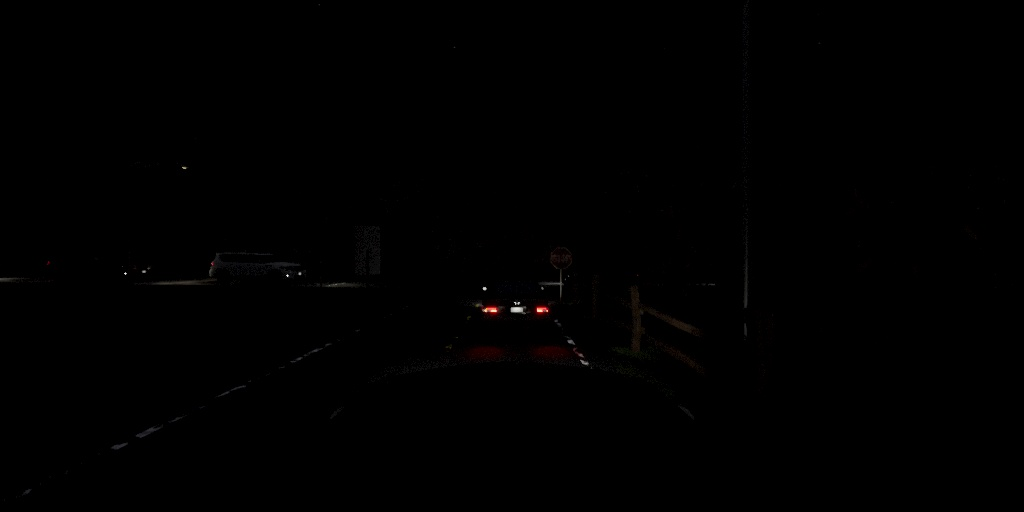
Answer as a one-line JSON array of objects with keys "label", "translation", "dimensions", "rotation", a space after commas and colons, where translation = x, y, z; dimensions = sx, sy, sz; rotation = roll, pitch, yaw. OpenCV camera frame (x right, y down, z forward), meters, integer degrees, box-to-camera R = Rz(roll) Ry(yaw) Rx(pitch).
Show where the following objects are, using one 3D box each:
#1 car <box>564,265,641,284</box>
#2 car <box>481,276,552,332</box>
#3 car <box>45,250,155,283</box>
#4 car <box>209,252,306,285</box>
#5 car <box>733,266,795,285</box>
[{"label": "car", "translation": [6.635, 1.385, 26.563], "dimensions": [5.357, 1.411, 2.033], "rotation": [1, 0, 0]}, {"label": "car", "translation": [0.060, 1.297, 10.844], "dimensions": [2.033, 1.411, 5.357], "rotation": [0, 0, -1]}, {"label": "car", "translation": [-27.340, 0.656, 23.914], "dimensions": [5.566, 2.045, 2.150], "rotation": [1, 0, -1]}, {"label": "car", "translation": [-16.816, 0.789, 23.816], "dimensions": [5.566, 2.045, 2.150], "rotation": [1, 0, 1]}, {"label": "car", "translation": [19.037, 1.486, 26.452], "dimensions": [4.892, 1.490, 1.837], "rotation": [0, 0, 0]}]
